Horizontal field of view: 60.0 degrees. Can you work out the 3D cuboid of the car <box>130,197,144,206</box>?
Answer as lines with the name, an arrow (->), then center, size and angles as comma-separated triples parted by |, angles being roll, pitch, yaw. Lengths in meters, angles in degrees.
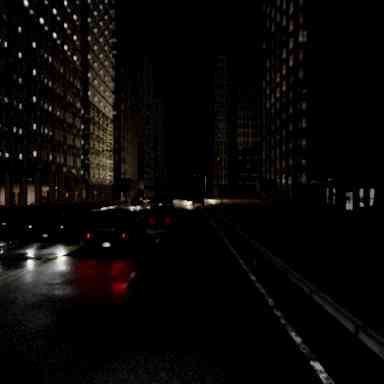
car -> -9.824, 1.718, 59.590 | 2.128, 1.511, 4.902 | 0, 0, 1

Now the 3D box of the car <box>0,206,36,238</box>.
car -> -9.860, 1.560, 18.246 | 2.128, 1.511, 4.902 | 0, 0, 0

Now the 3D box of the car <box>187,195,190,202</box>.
car -> -0.045, 1.518, 77.704 | 2.097, 1.767, 4.553 | 0, 0, 0

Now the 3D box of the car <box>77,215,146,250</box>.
car -> -3.159, 1.655, 14.530 | 1.895, 1.301, 4.718 | 0, 0, 0

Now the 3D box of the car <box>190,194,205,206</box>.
car -> 1.103, 1.447, 59.404 | 2.150, 2.045, 5.566 | 0, 0, 0

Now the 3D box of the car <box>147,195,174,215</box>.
car -> -3.172, 1.357, 36.154 | 2.150, 2.045, 5.566 | 0, 0, 0

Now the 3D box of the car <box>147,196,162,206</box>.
car -> -6.582, 1.572, 58.656 | 2.097, 1.767, 4.553 | 0, 0, 1

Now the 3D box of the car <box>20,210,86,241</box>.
car -> -6.609, 1.665, 17.202 | 1.895, 1.301, 4.718 | 0, 0, 0
